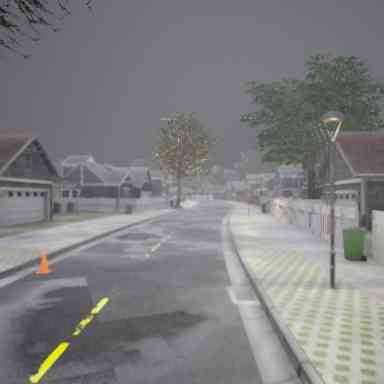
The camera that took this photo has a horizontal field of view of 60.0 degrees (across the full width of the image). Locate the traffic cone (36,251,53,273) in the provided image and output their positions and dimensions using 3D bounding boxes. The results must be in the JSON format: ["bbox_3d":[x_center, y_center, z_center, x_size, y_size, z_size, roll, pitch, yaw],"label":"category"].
[{"bbox_3d":[-4.208,1.981,9.474,0.340,0.580,0.340,0,0,3],"label":"traffic cone"}]
